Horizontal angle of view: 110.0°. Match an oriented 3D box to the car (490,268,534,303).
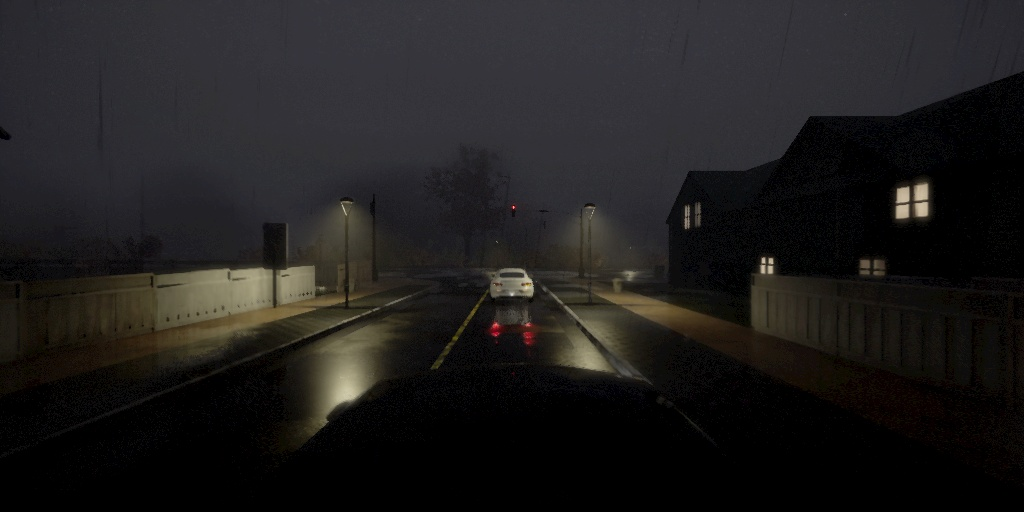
[{"bbox_3d":[0.000,1.278,16.502,1.812,1.442,4.674,0,0,0],"label":"car"}]
